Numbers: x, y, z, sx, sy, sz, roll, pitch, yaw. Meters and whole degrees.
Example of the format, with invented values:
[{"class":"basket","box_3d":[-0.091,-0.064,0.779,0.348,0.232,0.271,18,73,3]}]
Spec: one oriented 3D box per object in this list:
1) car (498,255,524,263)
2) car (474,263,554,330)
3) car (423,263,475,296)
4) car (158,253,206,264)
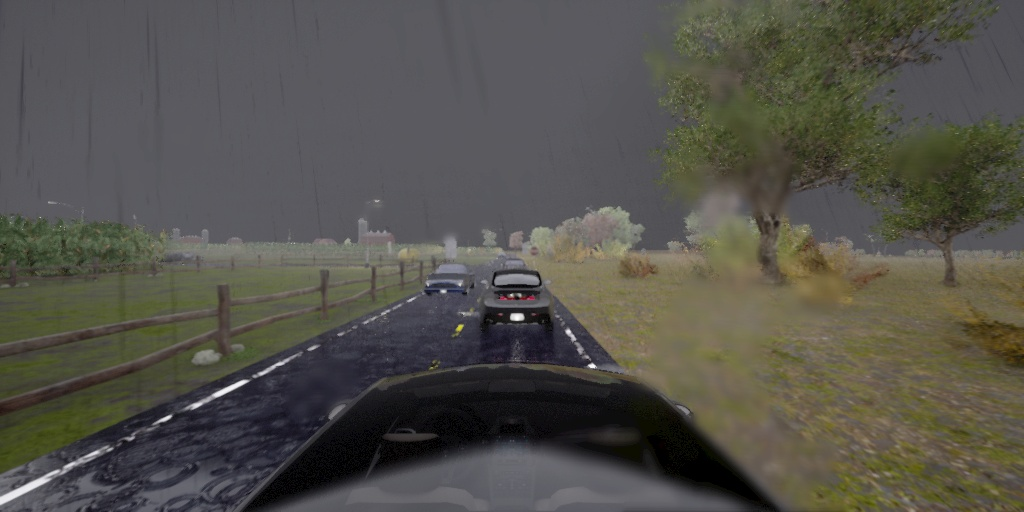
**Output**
[{"class":"car","box_3d":[0.163,0.890,25.817,2.033,1.411,5.357,0,1,0]},{"class":"car","box_3d":[0.123,1.103,10.494,1.837,1.490,4.892,0,1,0]},{"class":"car","box_3d":[-2.805,1.030,17.368,2.033,1.411,5.357,0,1,0]},{"class":"car","box_3d":[-41.831,0.275,45.137,5.357,1.411,2.033,0,2,0]}]
